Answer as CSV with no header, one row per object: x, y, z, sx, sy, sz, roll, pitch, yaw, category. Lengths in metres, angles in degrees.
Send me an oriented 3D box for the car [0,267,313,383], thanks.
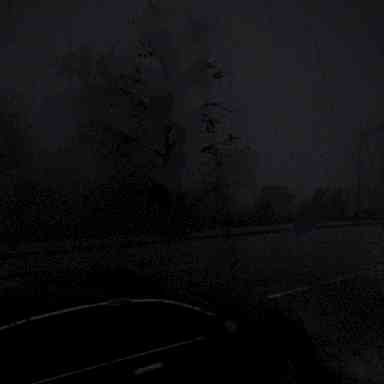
-0.861,1.514,3.132,4.892,1.490,1.837,0,0,-35,car
